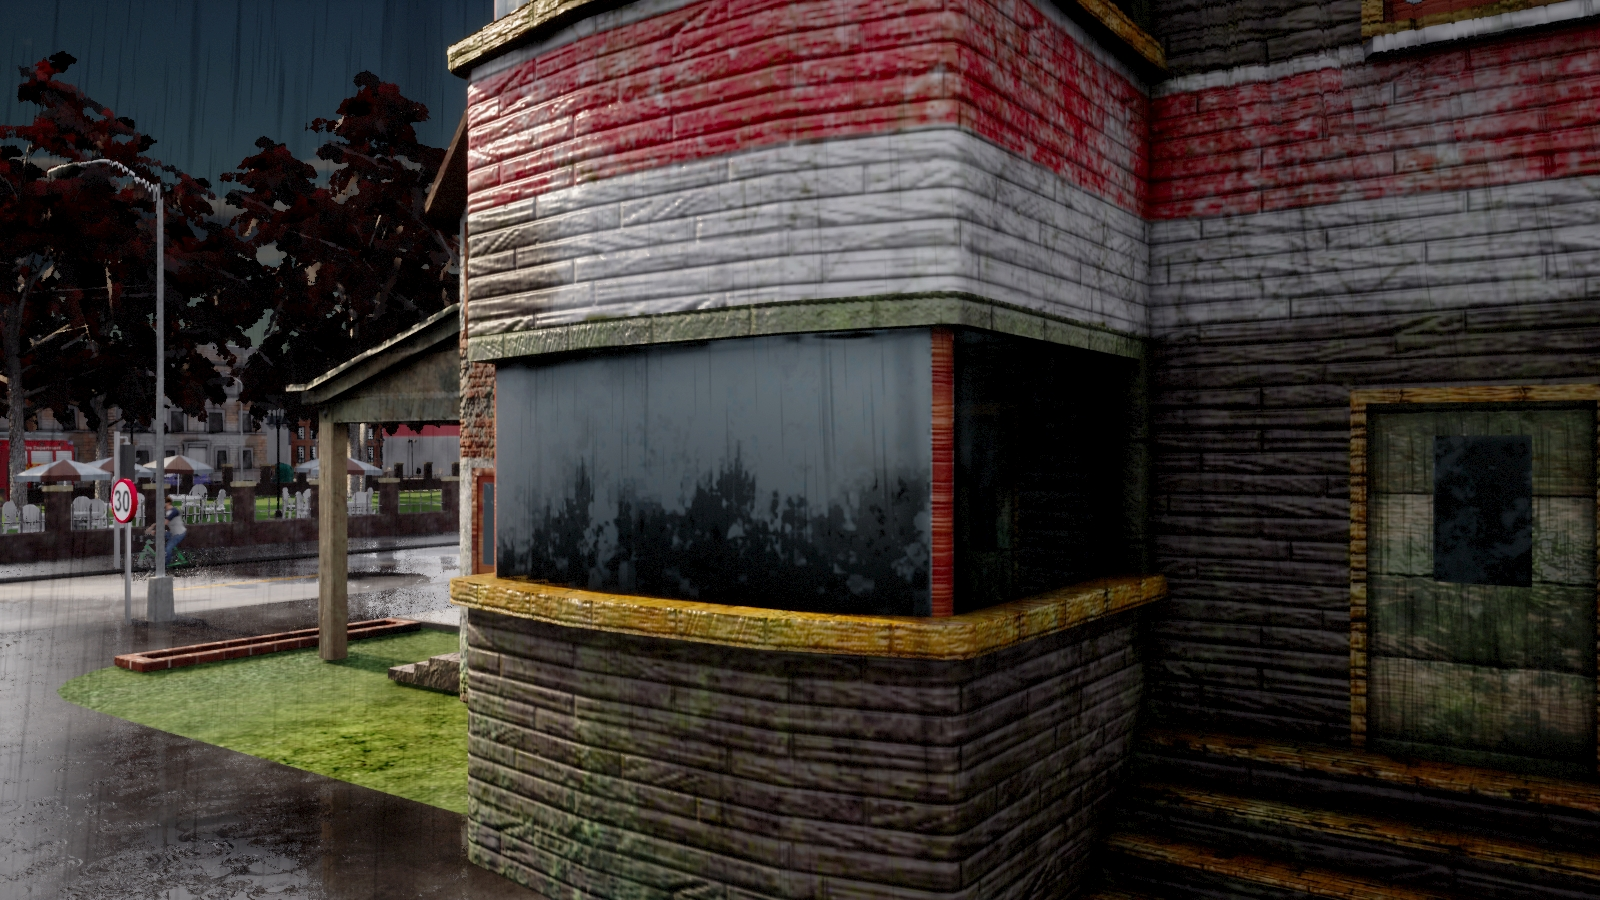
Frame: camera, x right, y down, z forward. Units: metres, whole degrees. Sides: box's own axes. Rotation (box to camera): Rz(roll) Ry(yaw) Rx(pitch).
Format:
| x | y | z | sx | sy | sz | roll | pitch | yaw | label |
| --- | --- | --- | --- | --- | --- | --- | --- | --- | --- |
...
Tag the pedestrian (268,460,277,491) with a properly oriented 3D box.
| x | y | z | sx | sy | sz | roll | pitch | yaw | label |
| --- | --- | --- | --- | --- | --- | --- | --- | --- | --- |
| -32.034 | 1.524 | 69.412 | 0.375 | 1.860 | 0.375 | 0 | 0 | 43 | pedestrian |
